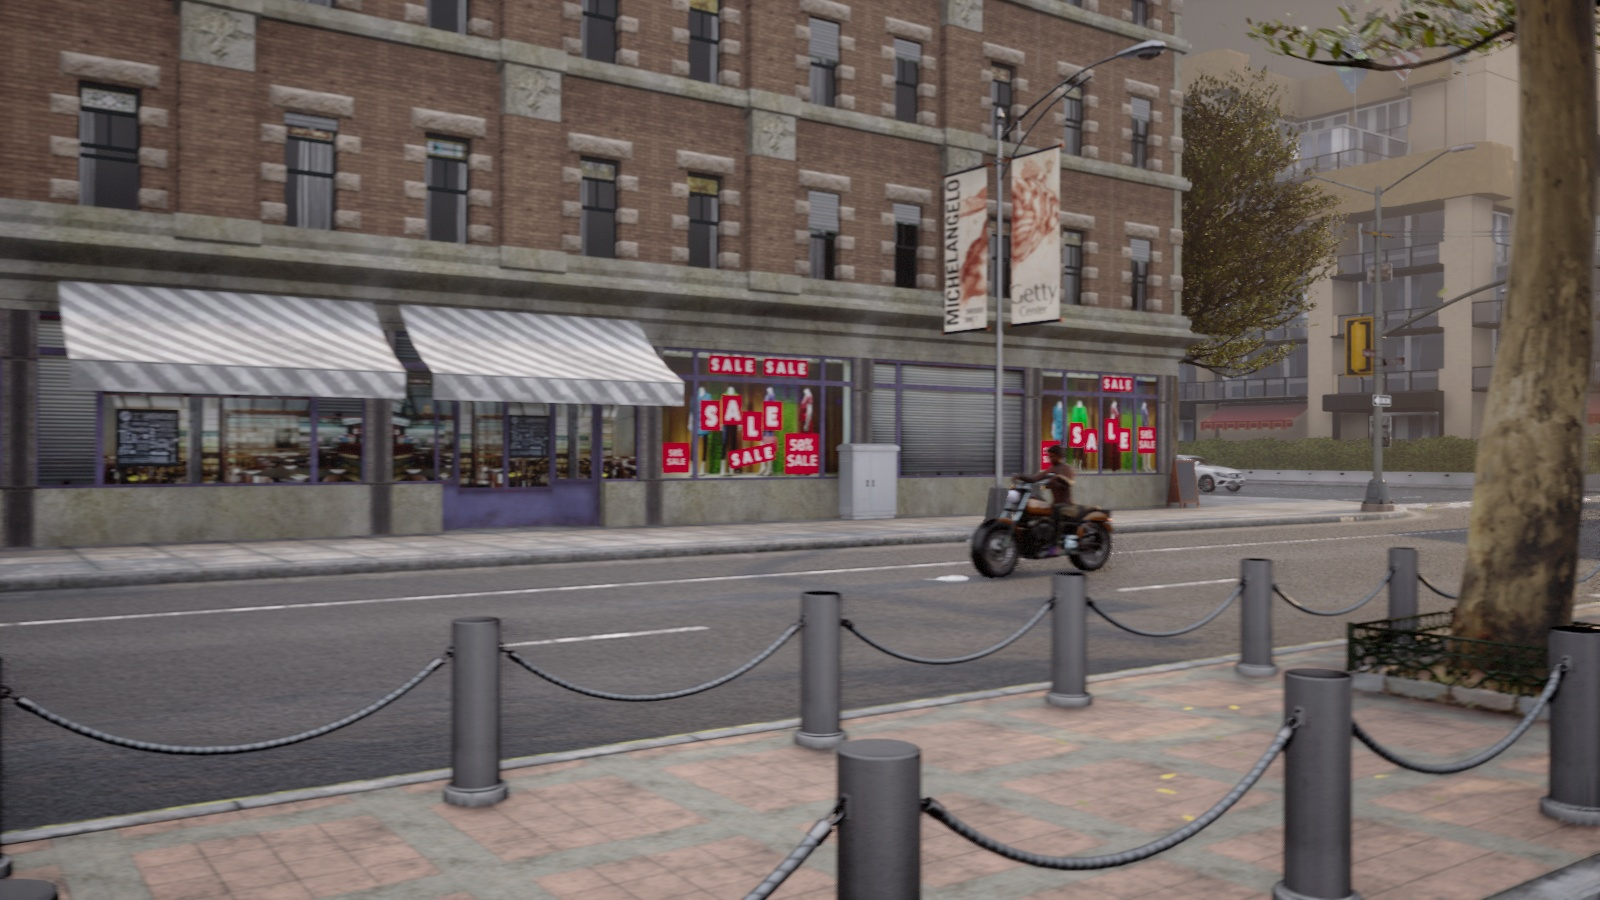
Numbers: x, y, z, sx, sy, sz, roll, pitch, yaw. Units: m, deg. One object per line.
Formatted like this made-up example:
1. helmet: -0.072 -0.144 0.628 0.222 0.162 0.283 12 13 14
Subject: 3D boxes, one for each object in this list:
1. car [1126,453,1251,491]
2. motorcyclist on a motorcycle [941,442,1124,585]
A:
1. car: 15.503 0.861 50.327 1.812 1.442 4.674 0 0 -35
2. motorcyclist on a motorcycle: 2.883 0.727 15.412 2.350 1.649 0.766 0 0 -35
